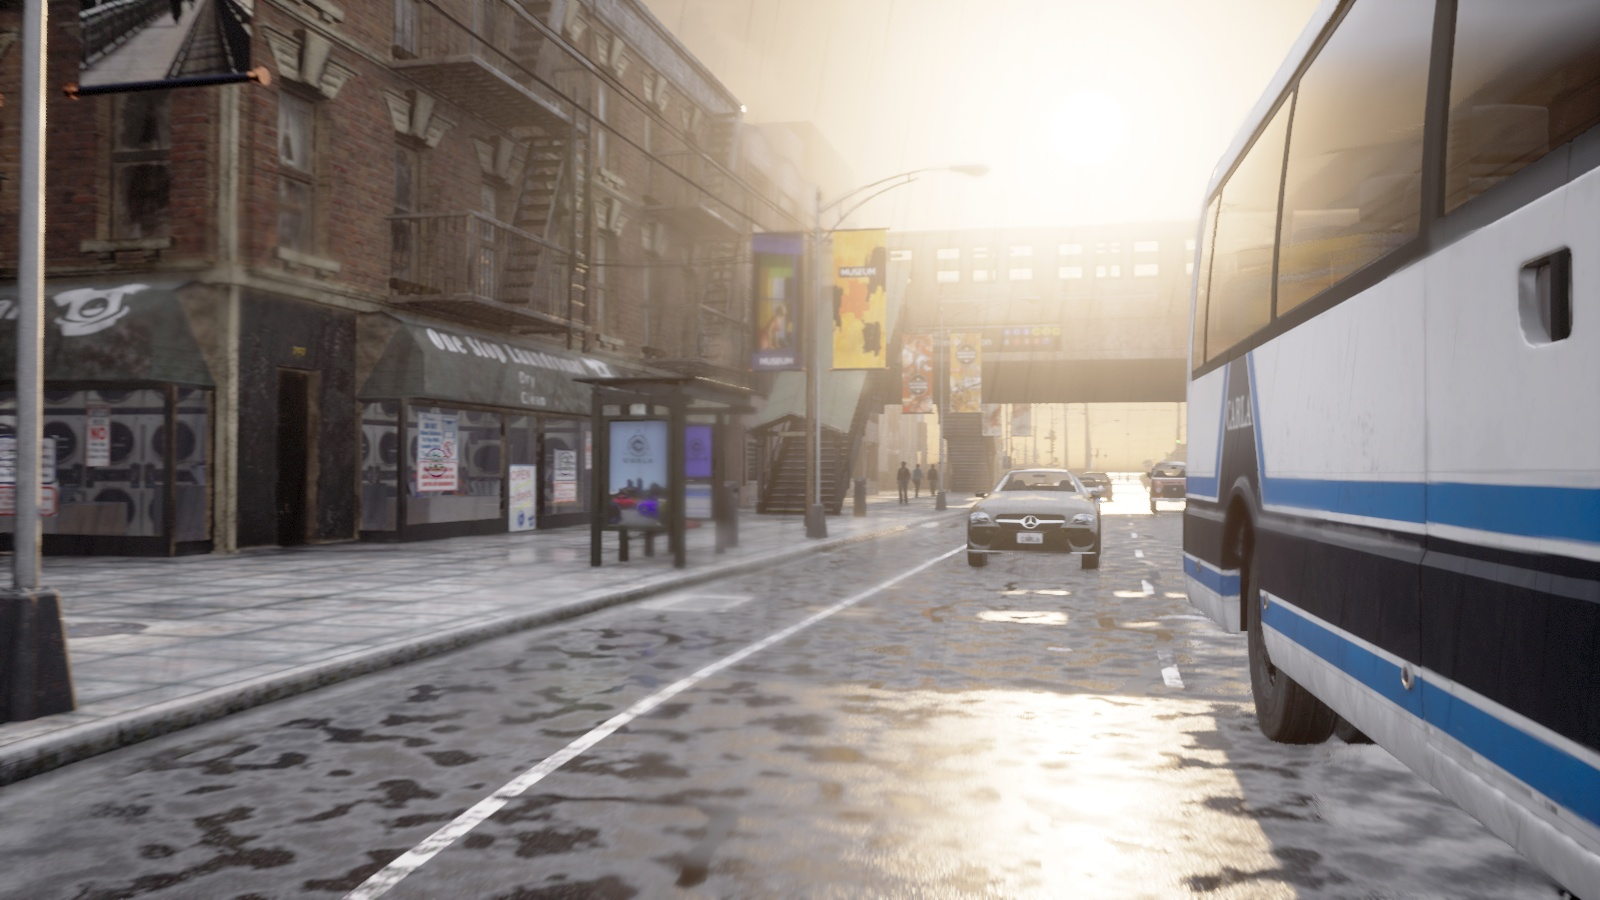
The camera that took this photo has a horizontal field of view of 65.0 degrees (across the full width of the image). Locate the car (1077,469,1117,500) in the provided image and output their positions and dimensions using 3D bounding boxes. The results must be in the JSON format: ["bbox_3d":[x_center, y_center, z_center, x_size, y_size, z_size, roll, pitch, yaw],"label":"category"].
[{"bbox_3d":[16.492,1.862,69.607,2.033,1.649,4.856,0,-1,15],"label":"car"}]

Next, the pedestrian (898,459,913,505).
[{"bbox_3d":[4.475,1.348,53.129,0.402,1.930,0.666,-1,-1,25],"label":"pedestrian"}]

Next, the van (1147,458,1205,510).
[{"bbox_3d":[15.326,1.354,51.408,2.069,2.038,4.480,0,-1,14],"label":"van"}]

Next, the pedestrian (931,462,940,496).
[{"bbox_3d":[7.452,1.604,68.938,0.431,1.840,0.703,0,-1,1],"label":"pedestrian"}]

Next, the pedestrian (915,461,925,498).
[{"bbox_3d":[6.368,1.568,66.600,0.396,1.930,0.692,0,-1,18],"label":"pedestrian"}]

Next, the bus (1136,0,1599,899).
[{"bbox_3d":[3.733,-0.497,4.556,3.944,4.253,10.273,-1,-1,10],"label":"bus"}]

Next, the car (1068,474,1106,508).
[{"bbox_3d":[12.094,1.720,52.881,1.481,1.376,2.207,0,-1,14],"label":"car"}]

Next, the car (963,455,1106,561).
[{"bbox_3d":[4.283,0.954,22.300,2.152,1.651,5.027,0,-1,14],"label":"car"}]
